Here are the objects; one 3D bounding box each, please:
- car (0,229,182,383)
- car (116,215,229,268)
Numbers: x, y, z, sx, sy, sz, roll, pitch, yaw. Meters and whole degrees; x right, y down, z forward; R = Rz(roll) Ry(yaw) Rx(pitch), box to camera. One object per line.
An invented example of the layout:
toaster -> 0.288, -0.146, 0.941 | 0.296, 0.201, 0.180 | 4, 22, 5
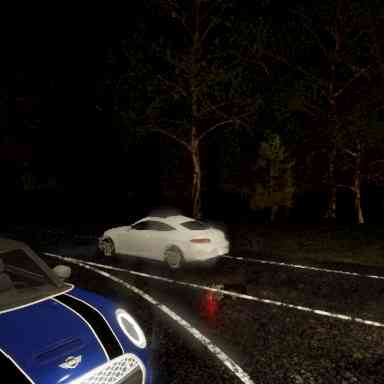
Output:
car -> -2.592, 1.338, 3.733 | 4.553, 1.767, 2.097 | 1, 0, 35
car -> -1.023, 1.491, 10.897 | 4.674, 1.442, 1.812 | 0, 0, 36
